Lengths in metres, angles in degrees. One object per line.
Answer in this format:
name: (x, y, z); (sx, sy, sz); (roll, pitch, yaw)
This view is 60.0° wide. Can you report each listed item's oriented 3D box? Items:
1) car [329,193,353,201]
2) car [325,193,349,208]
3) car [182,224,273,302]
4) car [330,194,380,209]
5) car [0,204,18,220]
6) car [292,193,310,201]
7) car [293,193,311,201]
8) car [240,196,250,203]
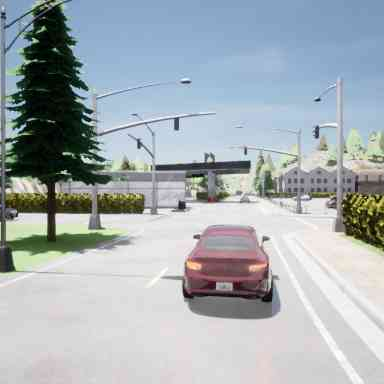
car: (33.280, 1.097, 74.538); (4.605, 1.855, 1.932); (0, 0, 9)
car: (19.527, 1.330, 42.010); (5.027, 1.636, 2.152); (0, 0, 9)
car: (0.939, 1.526, 8.223); (1.812, 1.442, 4.674); (0, 0, 9)
car: (19.082, 1.340, 38.905); (4.514, 1.523, 2.007); (0, 0, 9)
car: (-16.209, 1.492, 26.253); (4.902, 1.511, 2.128); (0, 0, 9)
car: (24.902, 1.361, 75.843); (3.806, 1.475, 1.970); (0, 0, 9)
car: (26.032, 1.077, 79.029); (3.866, 1.878, 1.905); (0, 0, 9)
car: (10.847, 1.526, 68.051); (1.812, 1.442, 4.674); (0, 0, 10)
